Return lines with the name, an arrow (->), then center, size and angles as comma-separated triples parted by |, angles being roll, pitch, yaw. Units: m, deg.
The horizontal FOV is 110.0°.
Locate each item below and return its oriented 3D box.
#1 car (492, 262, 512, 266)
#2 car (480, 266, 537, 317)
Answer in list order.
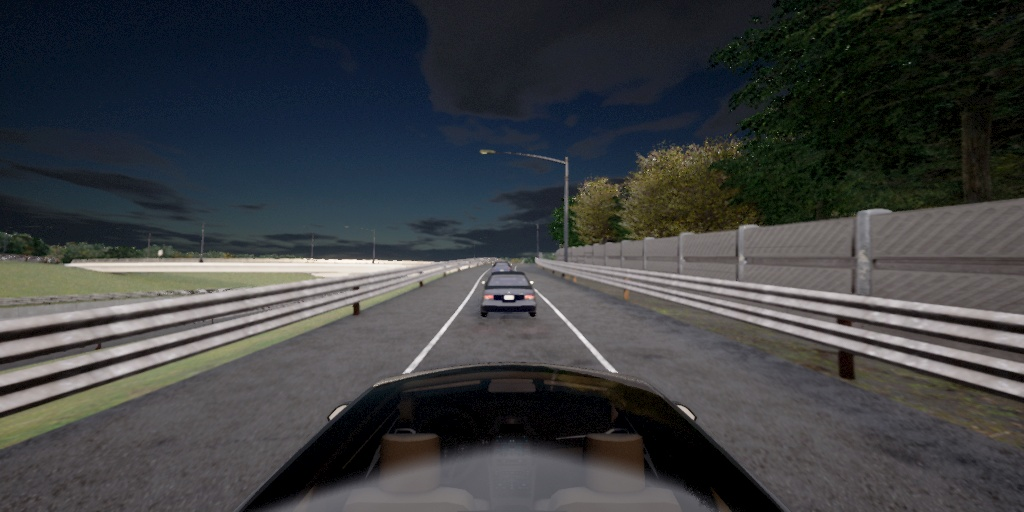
car -> -0.909, 1.193, 32.461 | 1.994, 1.385, 4.181 | 0, 0, -2
car -> -0.148, 1.256, 13.025 | 2.033, 1.411, 5.357 | 0, 0, -1
